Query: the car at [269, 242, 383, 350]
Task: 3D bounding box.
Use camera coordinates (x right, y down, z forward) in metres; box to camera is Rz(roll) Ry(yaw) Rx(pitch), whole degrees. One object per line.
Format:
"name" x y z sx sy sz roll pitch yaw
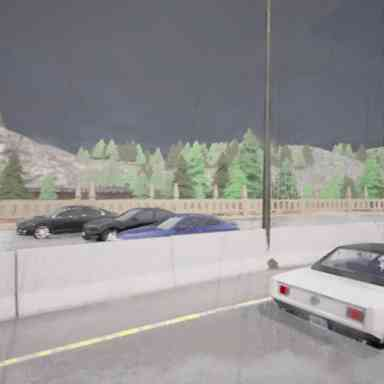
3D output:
"car" 3.725 1.594 5.947 4.718 1.301 1.895 0 0 -31

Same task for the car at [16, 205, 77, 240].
"car" -6.000 1.439 16.539 4.892 1.490 1.837 0 0 -32

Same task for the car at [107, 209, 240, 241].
"car" -0.358 1.492 11.815 4.674 1.442 1.812 0 0 -31

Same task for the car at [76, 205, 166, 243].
"car" -2.239 1.431 14.764 5.008 1.535 1.882 0 0 -31
